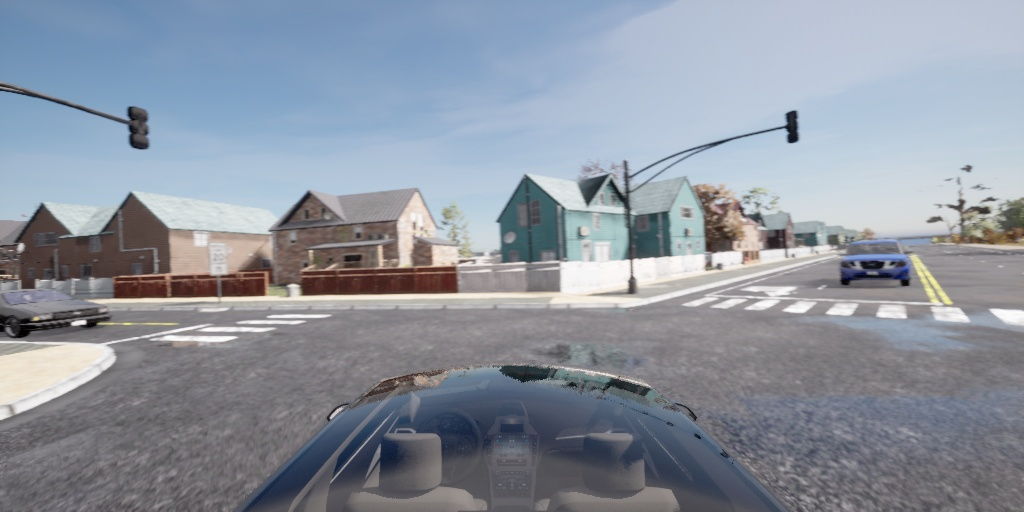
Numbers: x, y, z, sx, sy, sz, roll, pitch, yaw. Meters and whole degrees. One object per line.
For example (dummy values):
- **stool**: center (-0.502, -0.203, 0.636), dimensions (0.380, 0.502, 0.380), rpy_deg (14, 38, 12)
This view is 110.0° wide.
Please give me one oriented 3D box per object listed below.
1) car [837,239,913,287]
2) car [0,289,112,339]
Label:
- **car**: center (16.950, 0.260, 16.749), dimensions (5.566, 2.045, 2.150), rpy_deg (-3, -1, -43)
- **car**: center (-16.276, 1.818, 11.866), dimensions (5.357, 1.411, 2.033), rpy_deg (-2, 0, 12)
